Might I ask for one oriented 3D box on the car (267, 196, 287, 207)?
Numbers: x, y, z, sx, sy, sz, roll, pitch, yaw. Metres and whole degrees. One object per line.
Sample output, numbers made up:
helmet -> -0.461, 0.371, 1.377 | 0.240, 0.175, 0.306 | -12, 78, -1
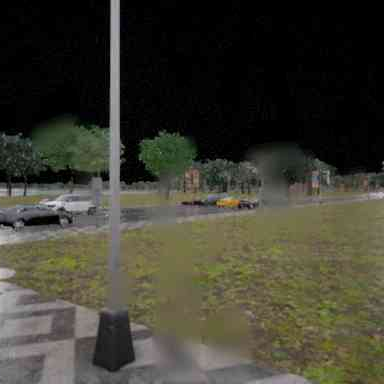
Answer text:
car -> 13.647, 1.375, 53.331 | 2.097, 1.767, 4.553 | 0, 0, 36

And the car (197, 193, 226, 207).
car -> 3.631, 1.215, 50.601 | 2.150, 2.045, 5.566 | 0, 0, 36

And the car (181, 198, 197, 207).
car -> 0.309, 1.577, 51.570 | 1.895, 1.301, 4.718 | 0, 0, 36

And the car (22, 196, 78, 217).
car -> -13.680, 1.328, 32.242 | 2.097, 1.767, 4.553 | 0, 0, 36

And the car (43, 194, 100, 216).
car -> -11.045, 1.213, 30.339 | 2.150, 2.045, 5.566 | 0, 0, 36

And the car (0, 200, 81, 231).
car -> -9.829, 1.515, 20.735 | 2.128, 1.511, 4.902 | 0, 0, 36

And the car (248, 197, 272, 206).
car -> 11.512, 1.555, 55.929 | 2.033, 1.411, 5.357 | 0, 0, 36

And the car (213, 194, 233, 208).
car -> 5.452, 1.485, 47.428 | 1.882, 1.535, 5.008 | 0, 0, 36

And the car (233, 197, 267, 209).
car -> 7.929, 1.528, 45.307 | 1.837, 1.490, 4.892 | 0, 0, 36
